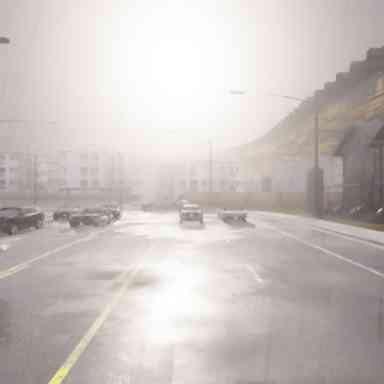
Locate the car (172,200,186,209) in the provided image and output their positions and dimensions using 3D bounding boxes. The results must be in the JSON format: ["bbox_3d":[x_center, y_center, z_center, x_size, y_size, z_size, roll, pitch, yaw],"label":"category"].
[{"bbox_3d":[-1.521,1.771,43.955,1.812,1.442,4.674,0,-1,-29],"label":"car"}]

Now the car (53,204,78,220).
[{"bbox_3d":[-10.798,1.736,29.440,1.994,1.385,4.181,0,0,-9],"label":"car"}]

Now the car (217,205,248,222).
[{"bbox_3d":[3.282,1.757,28.095,1.895,1.301,4.718,0,0,-3],"label":"car"}]

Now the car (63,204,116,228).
[{"bbox_3d":[-7.040,1.733,23.427,1.895,1.301,4.718,0,0,0],"label":"car"}]

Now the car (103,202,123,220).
[{"bbox_3d":[-7.344,1.711,30.011,1.837,1.490,4.892,0,0,-9],"label":"car"}]

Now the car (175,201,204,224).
[{"bbox_3d":[-0.103,1.693,26.047,2.033,1.411,5.357,0,0,-2],"label":"car"}]

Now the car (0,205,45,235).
[{"bbox_3d":[-10.561,1.590,19.657,1.882,1.535,5.008,0,0,0],"label":"car"}]

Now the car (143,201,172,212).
[{"bbox_3d":[-4.746,1.839,42.637,1.895,1.301,4.718,0,0,-29],"label":"car"}]
